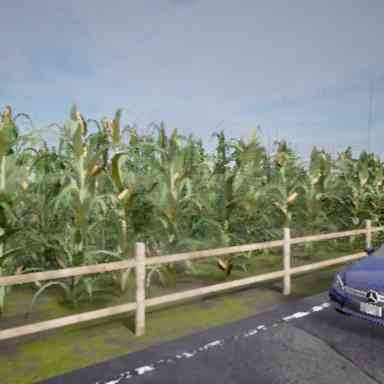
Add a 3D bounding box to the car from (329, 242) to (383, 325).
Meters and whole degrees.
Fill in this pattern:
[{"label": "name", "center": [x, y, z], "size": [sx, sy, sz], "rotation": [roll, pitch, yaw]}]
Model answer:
[{"label": "car", "center": [4.584, 1.523, 6.399], "size": [4.674, 1.442, 1.812], "rotation": [0, 0, -36]}]
